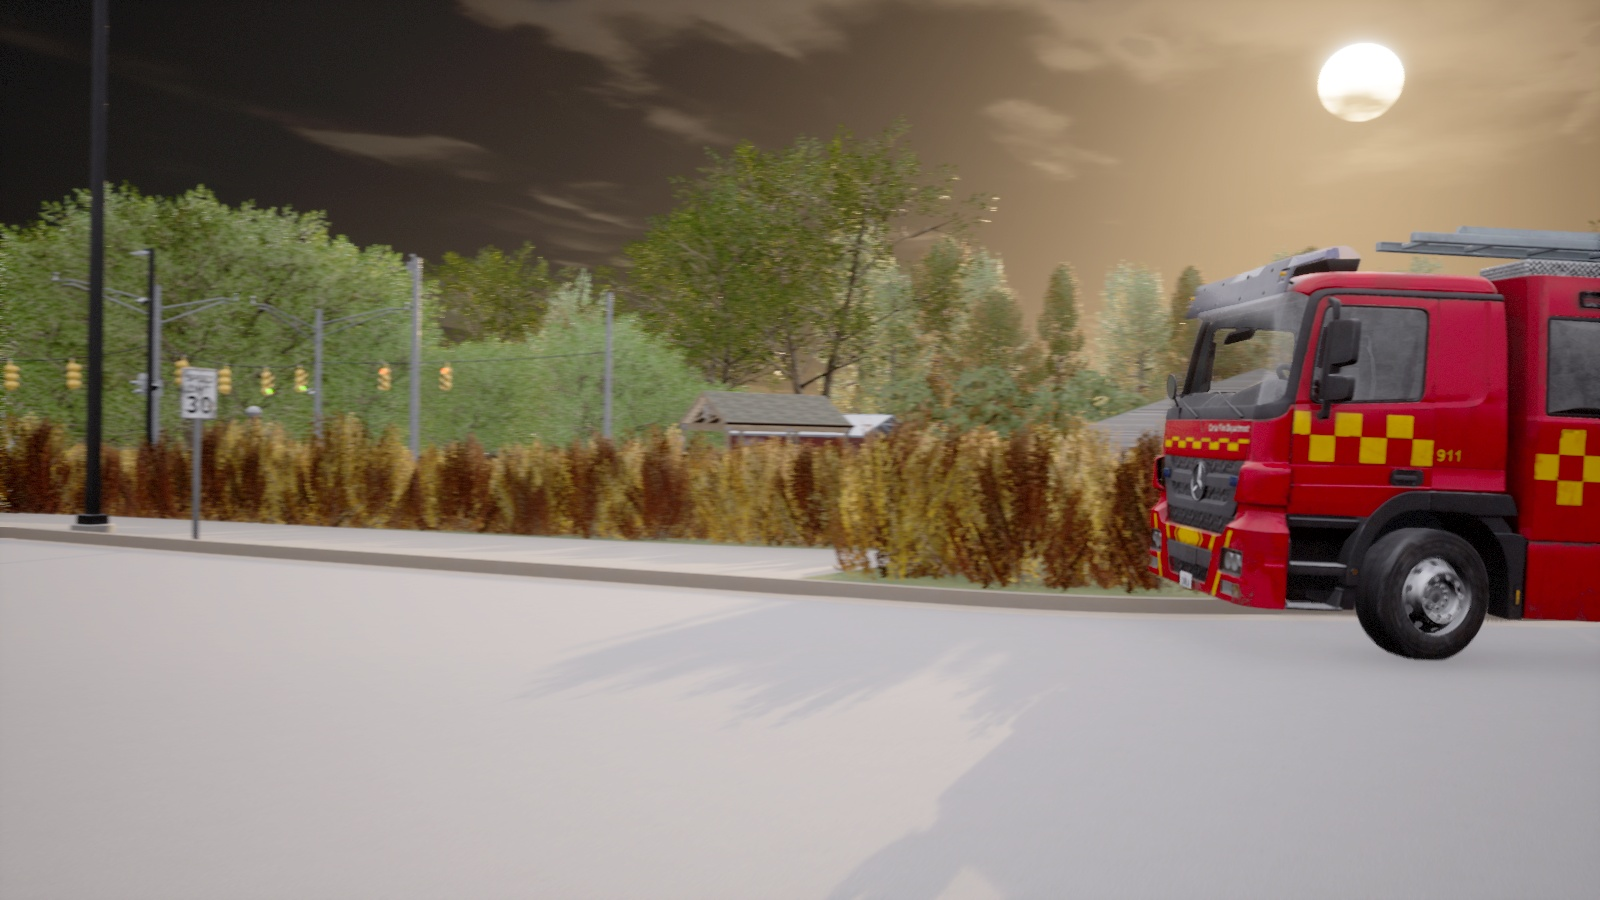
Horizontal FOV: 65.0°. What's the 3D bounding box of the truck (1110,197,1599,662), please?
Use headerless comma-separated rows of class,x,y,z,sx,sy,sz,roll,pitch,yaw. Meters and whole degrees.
truck,7.687,-0.094,12.196,8.468,3.827,2.891,2,1,-2
